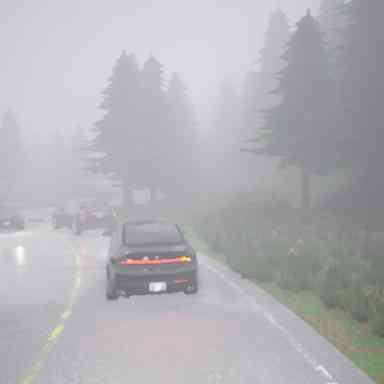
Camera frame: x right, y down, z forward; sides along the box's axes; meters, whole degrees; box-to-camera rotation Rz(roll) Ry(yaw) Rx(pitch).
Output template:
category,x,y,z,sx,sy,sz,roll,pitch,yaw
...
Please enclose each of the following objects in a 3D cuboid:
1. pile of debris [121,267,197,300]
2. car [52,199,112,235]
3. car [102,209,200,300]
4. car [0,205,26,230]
category,x,y,z,sx,sy,sz,roll,pitch,yaw
pile of debris,-0.858,2.076,7.754,1.500,0.140,1.860,0,1,-14
car,-5.718,1.131,17.450,2.097,1.767,4.553,-1,1,-39
car,-1.115,1.398,8.236,1.837,1.490,4.892,0,1,-12
car,-10.655,1.379,18.029,4.181,1.385,1.994,1,1,45
